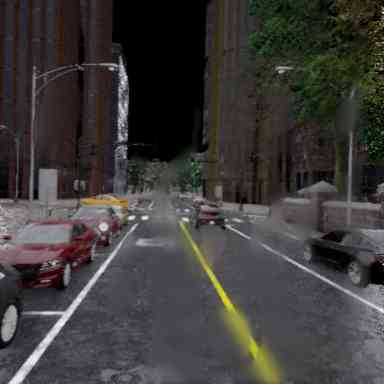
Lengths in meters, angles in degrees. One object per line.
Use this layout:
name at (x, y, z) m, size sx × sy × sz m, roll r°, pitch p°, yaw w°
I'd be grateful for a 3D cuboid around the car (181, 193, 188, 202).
car at (-0.525, 1.445, 68.495) m, size 2.008 × 1.369 × 4.403 m, roll 2°, pitch 0°, yaw -5°

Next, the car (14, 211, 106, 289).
car at (-3.718, 1.427, 8.773) m, size 1.887 × 1.381 × 4.507 m, roll 2°, pitch 0°, yaw -5°

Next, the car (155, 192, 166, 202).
car at (-6.308, 1.258, 68.501) m, size 2.128 × 1.511 × 4.902 m, roll 2°, pitch 0°, yaw -5°

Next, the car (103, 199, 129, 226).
car at (-4.678, 1.364, 19.474) m, size 1.752 × 1.417 × 4.829 m, roll 2°, pitch 0°, yaw -5°

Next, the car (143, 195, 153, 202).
car at (-9.014, 1.240, 67.732) m, size 1.802 × 1.307 × 4.206 m, roll 2°, pitch 0°, yaw -5°

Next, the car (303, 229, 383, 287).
car at (4.769, 1.683, 9.538) m, size 1.947 × 1.339 × 4.313 m, roll 2°, pitch 0°, yaw -5°

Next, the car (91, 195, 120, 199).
car at (-8.942, 1.033, 33.218) m, size 5.008 × 1.535 × 1.882 m, roll 3°, pitch -1°, yaw 14°

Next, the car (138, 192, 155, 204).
car at (-8.034, 1.012, 56.900) m, size 2.192 × 1.841 × 5.009 m, roll 2°, pitch 0°, yaw -5°

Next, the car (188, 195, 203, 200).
car at (0.937, 1.393, 52.248) m, size 1.967 × 1.590 × 4.097 m, roll 2°, pitch 0°, yaw -5°

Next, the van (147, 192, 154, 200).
van at (-10.467, 0.943, 83.979) m, size 1.690 × 1.788 × 3.998 m, roll 2°, pitch 0°, yaw -5°

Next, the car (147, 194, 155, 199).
car at (-10.959, 1.134, 89.395) m, size 2.008 × 1.369 × 4.403 m, roll 2°, pitch 0°, yaw -5°

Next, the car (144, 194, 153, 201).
car at (-9.484, 1.165, 72.979) m, size 1.752 × 1.417 × 4.829 m, roll 2°, pitch 0°, yaw -5°

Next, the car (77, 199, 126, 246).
car at (-4.203, 1.300, 14.208) m, size 1.967 × 1.590 × 4.097 m, roll 2°, pitch 0°, yaw -5°

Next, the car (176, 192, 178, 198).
car at (-2.972, 1.326, 95.743) m, size 1.752 × 1.417 × 4.829 m, roll 2°, pitch 0°, yaw -5°

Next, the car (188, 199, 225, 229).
car at (0.953, 1.500, 21.560) m, size 1.837 × 1.490 × 4.892 m, roll 2°, pitch 1°, yaw -5°

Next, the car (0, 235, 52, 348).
car at (-3.230, 1.455, 3.338) m, size 2.008 × 1.369 × 4.403 m, roll 2°, pitch 0°, yaw -5°

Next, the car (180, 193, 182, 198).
car at (-1.012, 1.419, 73.911) m, size 1.887 × 1.381 × 4.507 m, roll 2°, pitch 0°, yaw -5°

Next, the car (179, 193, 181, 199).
car at (-1.498, 1.401, 79.327) m, size 1.887 × 1.381 × 4.507 m, roll 2°, pitch 0°, yaw -5°
